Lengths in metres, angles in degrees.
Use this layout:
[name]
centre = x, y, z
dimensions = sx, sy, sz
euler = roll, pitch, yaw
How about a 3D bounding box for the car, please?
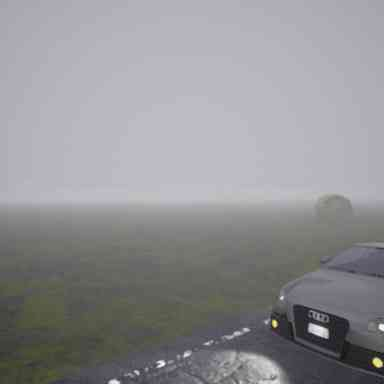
[car]
centre = 3.200, 1.573, 5.437
dimensions = 4.181, 1.385, 1.994
euler = 0, -1, -37
